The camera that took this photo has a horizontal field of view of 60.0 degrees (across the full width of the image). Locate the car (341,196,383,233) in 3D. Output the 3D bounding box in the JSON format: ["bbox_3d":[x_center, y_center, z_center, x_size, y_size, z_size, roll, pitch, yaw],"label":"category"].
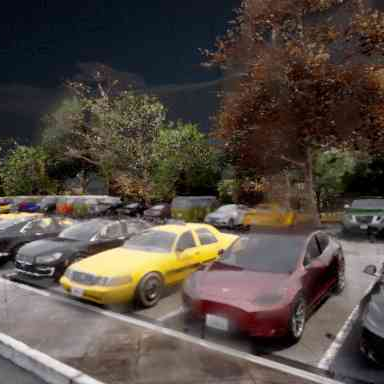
[{"bbox_3d":[9.464,1.250,17.467,2.435,2.045,5.566,0,0,36],"label":"car"}]

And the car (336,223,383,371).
[{"bbox_3d":[4.020,1.524,5.273,2.163,1.488,4.792,0,0,36],"label":"car"}]

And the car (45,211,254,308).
[{"bbox_3d":[-0.582,1.511,8.384,1.946,1.575,5.366,0,0,36],"label":"car"}]

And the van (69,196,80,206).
[{"bbox_3d":[-8.559,1.355,30.578,1.878,1.987,4.442,0,0,36],"label":"van"}]

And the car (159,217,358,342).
[{"bbox_3d":[1.765,1.534,6.892,2.163,1.488,4.792,0,0,36],"label":"car"}]

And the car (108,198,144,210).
[{"bbox_3d":[-4.027,1.560,27.176,2.097,1.535,5.008,0,0,36],"label":"car"}]

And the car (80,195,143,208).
[{"bbox_3d":[-6.393,1.320,28.845,2.435,2.045,5.566,0,0,36],"label":"car"}]

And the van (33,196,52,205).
[{"bbox_3d":[-13.203,1.375,33.623,1.878,1.987,4.442,-1,0,36],"label":"van"}]

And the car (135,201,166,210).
[{"bbox_3d":[-1.773,1.591,25.563,2.002,1.452,4.674,0,0,36],"label":"car"}]

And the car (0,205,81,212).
[{"bbox_3d":[-7.349,1.541,13.239,1.946,1.575,5.366,0,0,36],"label":"car"}]

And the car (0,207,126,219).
[{"bbox_3d":[-4.989,1.535,11.766,2.231,1.521,4.892,0,0,36],"label":"car"}]

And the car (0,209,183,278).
[{"bbox_3d":[-2.726,1.525,10.158,2.231,1.521,4.892,0,0,36],"label":"car"}]

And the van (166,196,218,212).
[{"bbox_3d":[0.443,1.315,24.118,1.878,1.987,4.442,0,0,36],"label":"van"}]

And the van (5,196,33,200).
[{"bbox_3d":[-17.583,1.465,36.766,1.878,1.987,4.442,-1,-1,36],"label":"van"}]

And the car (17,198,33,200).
[{"bbox_3d":[-15.258,1.636,35.248,2.097,1.535,5.008,-1,-1,36],"label":"car"}]

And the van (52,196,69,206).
[{"bbox_3d":[-10.708,1.364,32.120,1.878,1.987,4.442,0,0,36],"label":"van"}]

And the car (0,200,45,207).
[{"bbox_3d":[-9.515,1.428,14.983,2.185,1.767,4.553,0,0,36],"label":"car"}]

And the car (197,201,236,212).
[{"bbox_3d":[2.629,1.572,22.410,2.002,1.452,4.674,0,0,36],"label":"car"}]

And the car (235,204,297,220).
[{"bbox_3d":[4.976,1.521,20.716,2.097,1.535,5.008,0,0,36],"label":"car"}]
